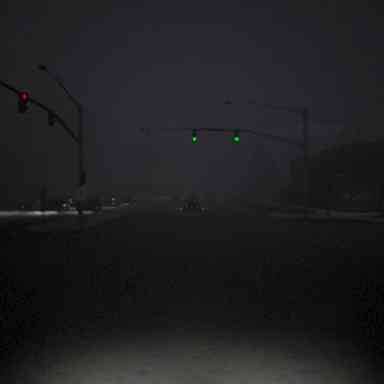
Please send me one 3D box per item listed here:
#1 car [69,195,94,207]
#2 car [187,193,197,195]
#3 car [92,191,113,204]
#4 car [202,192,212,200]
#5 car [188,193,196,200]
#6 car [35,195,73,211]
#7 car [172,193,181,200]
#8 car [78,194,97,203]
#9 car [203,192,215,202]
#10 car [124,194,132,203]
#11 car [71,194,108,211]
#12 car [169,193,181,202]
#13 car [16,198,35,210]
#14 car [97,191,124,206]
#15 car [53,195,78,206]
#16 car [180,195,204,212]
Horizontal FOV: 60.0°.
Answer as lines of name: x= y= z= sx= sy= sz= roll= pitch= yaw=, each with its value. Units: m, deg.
car: x=-15.018 y=1.239 z=45.505 sx=1.837 sy=1.490 sz=4.892 roll=0 pitch=0 yaw=0
car: x=-0.004 y=1.120 z=66.127 sx=1.837 sy=1.490 sz=4.892 roll=0 pitch=0 yaw=0
car: x=-15.003 y=0.895 z=56.062 sx=2.150 sy=2.045 sz=5.566 roll=0 pitch=0 yaw=0
car: x=3.495 y=0.792 z=76.516 sx=2.097 sy=1.767 sz=4.553 roll=0 pitch=0 yaw=0
car: x=-0.005 y=0.936 z=76.547 sx=1.837 sy=1.490 sz=4.892 roll=0 pitch=0 yaw=0
car: x=-15.079 y=1.349 z=36.814 sx=1.994 sy=1.385 sz=4.181 roll=0 pitch=0 yaw=0
car: x=-3.505 y=0.988 z=76.547 sx=1.994 sy=1.385 sz=4.181 roll=0 pitch=0 yaw=0
car: x=-18.503 y=1.160 z=59.121 sx=1.837 sy=1.490 sz=4.892 roll=0 pitch=0 yaw=0
car: x=3.496 y=1.215 z=66.575 sx=1.895 sy=1.301 sz=4.718 roll=0 pitch=0 yaw=0
car: x=-11.503 y=1.171 z=57.311 sx=1.837 sy=1.490 sz=4.892 roll=0 pitch=0 yaw=0
car: x=-11.577 y=1.326 z=38.019 sx=2.033 sy=1.411 sz=5.357 roll=0 pitch=0 yaw=0
car: x=-3.504 y=1.139 z=66.544 sx=1.812 sy=1.442 sz=4.674 roll=0 pitch=0 yaw=0
car: x=-18.562 y=1.374 z=38.793 sx=1.895 sy=1.301 sz=4.718 roll=0 pitch=0 yaw=0
car: x=-11.508 y=1.077 z=47.136 sx=2.097 sy=1.767 sz=4.553 roll=0 pitch=0 yaw=0
car: x=-18.503 y=1.219 z=48.942 sx=1.837 sy=1.490 sz=4.892 roll=0 pitch=0 yaw=0
car: x=-0.002 y=1.319 z=35.518 sx=1.812 sy=1.442 sz=4.674 roll=0 pitch=0 yaw=0
